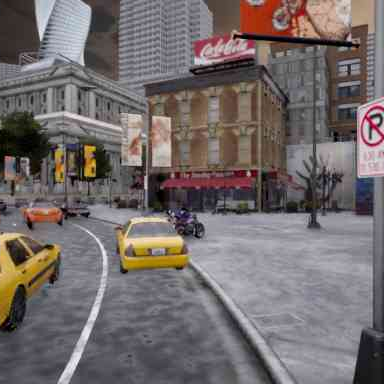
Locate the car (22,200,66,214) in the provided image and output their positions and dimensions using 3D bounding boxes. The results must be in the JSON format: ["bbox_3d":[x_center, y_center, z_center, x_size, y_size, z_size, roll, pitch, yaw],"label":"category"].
[{"bbox_3d":[-10.510,1.342,23.149,2.097,1.767,4.553,0,0,-32],"label":"car"}]

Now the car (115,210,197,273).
[{"bbox_3d":[-1.478,1.456,10.764,1.801,1.575,5.366,0,0,-15],"label":"car"}]

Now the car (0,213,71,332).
[{"bbox_3d":[-3.916,1.452,6.572,1.801,1.575,5.366,0,0,-10],"label":"car"}]

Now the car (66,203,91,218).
[{"bbox_3d":[-10.377,1.586,28.766,1.895,1.301,4.718,0,0,-34],"label":"car"}]

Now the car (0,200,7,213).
[{"bbox_3d":[-21.665,1.472,35.756,4.902,1.511,2.128,0,0,40],"label":"car"}]

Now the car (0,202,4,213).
[{"bbox_3d":[-13.048,1.550,20.674,1.994,1.385,4.181,0,0,-31],"label":"car"}]

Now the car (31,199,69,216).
[{"bbox_3d":[-14.167,1.507,33.065,2.002,1.452,4.674,0,0,-44],"label":"car"}]
